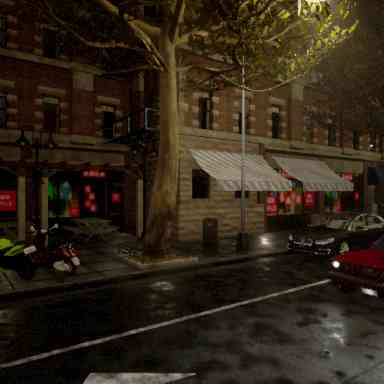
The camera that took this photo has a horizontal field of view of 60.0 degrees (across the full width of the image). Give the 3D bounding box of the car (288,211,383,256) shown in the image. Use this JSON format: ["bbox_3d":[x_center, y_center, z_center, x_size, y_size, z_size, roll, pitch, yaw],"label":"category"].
[{"bbox_3d":[5.563,1.481,12.214,4.892,1.521,2.231,0,0,-35],"label":"car"}]

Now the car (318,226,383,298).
[{"bbox_3d":[5.195,1.601,7.625,4.718,1.301,1.895,0,0,-35],"label":"car"}]
